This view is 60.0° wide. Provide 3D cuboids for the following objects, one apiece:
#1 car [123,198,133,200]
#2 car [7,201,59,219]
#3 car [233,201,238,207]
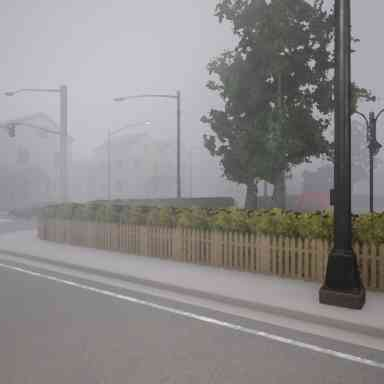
[{"bbox_3d":[-7.286,1.491,37.992,2.128,1.511,4.902,0,0,35],"label":"car"},{"bbox_3d":[-13.231,1.547,29.448,2.033,1.411,5.357,0,0,35],"label":"car"},{"bbox_3d":[5.067,1.601,49.275,1.895,1.301,4.718,0,0,35],"label":"car"}]
